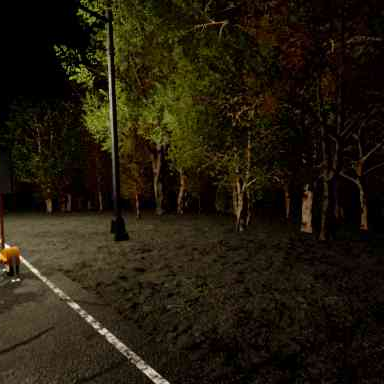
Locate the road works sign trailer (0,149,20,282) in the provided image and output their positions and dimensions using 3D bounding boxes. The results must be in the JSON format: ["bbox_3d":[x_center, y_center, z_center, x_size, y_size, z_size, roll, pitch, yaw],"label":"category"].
[{"bbox_3d":[-6.186,0.537,8.975,2.380,3.560,2.880,-3,2,-36],"label":"road works sign trailer"}]
